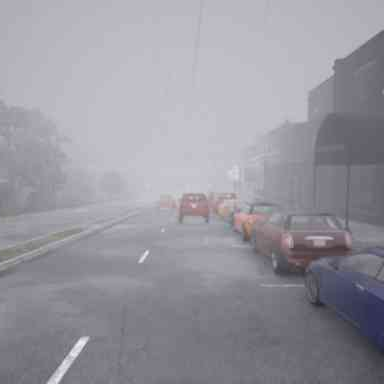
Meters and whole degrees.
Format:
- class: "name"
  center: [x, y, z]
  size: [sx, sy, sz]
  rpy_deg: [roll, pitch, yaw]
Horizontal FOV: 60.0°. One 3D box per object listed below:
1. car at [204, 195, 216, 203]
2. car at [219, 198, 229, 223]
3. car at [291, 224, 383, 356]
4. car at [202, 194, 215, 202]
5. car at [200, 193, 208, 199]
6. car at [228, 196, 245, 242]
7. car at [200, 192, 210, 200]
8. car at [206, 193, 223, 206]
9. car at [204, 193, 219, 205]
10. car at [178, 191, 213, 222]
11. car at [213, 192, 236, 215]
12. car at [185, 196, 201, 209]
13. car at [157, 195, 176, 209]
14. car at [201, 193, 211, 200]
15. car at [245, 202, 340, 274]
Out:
- class: "car"
  center: [3.235, 1.217, 60.186]
  size: [2.002, 1.452, 4.674]
  rpy_deg: [0, 0, 0]
- class: "car"
  center: [3.228, 1.372, 21.631]
  size: [2.231, 1.521, 4.892]
  rpy_deg: [0, 0, 0]
- class: "car"
  center: [3.225, 1.495, 4.934]
  size: [2.002, 1.452, 4.674]
  rpy_deg: [0, 0, 0]
- class: "car"
  center: [3.235, 1.151, 65.706]
  size: [2.231, 1.521, 4.892]
  rpy_deg: [0, 0, 0]
- class: "car"
  center: [3.238, 1.034, 88.000]
  size: [1.946, 1.575, 5.366]
  rpy_deg: [0, 0, 0]
- class: "car"
  center: [3.227, 1.273, 16.081]
  size: [2.185, 1.767, 4.553]
  rpy_deg: [0, 0, 0]
- class: "car"
  center: [3.239, 0.941, 82.257]
  size: [2.185, 1.767, 4.553]
  rpy_deg: [0, 0, 0]
- class: "car"
  center: [3.233, 1.107, 49.231]
  size: [2.185, 1.767, 4.553]
  rpy_deg: [0, 0, 0]
- class: "car"
  center: [3.233, 1.079, 54.756]
  size: [2.185, 1.767, 4.553]
  rpy_deg: [0, 0, 0]
- class: "car"
  center: [0.115, 1.090, 25.247]
  size: [2.150, 2.045, 5.566]
  rpy_deg: [0, 0, -1]
- class: "car"
  center: [3.229, 1.064, 32.589]
  size: [2.435, 2.045, 5.566]
  rpy_deg: [0, 0, 0]
- class: "car"
  center: [0.106, 1.265, 42.144]
  size: [1.882, 1.535, 5.008]
  rpy_deg: [0, 1, 0]
- class: "car"
  center: [-3.145, 1.143, 41.518]
  size: [2.097, 1.767, 4.553]
  rpy_deg: [0, 0, 0]
- class: "car"
  center: [3.236, 1.090, 76.948]
  size: [1.946, 1.575, 5.366]
  rpy_deg: [0, 0, 0]
- class: "car"
  center: [3.225, 1.301, 10.555]
  size: [2.185, 1.767, 4.553]
  rpy_deg: [0, 0, 0]
